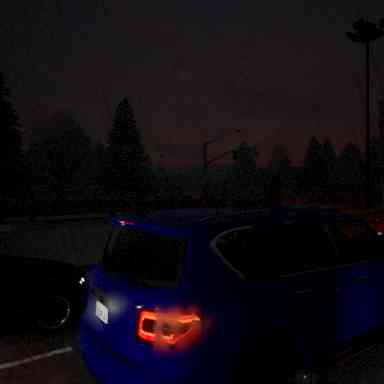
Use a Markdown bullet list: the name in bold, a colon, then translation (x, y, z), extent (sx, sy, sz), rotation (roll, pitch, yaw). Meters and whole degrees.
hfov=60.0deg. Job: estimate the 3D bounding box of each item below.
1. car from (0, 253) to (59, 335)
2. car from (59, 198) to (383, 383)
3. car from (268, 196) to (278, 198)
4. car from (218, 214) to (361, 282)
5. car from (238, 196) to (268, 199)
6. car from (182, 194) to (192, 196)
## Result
- **car**: translation (-3.782, 1.564, 5.339), extent (4.181, 1.385, 1.994), rotation (0, 0, -36)
- **car**: translation (1.342, 1.205, 4.685), extent (5.566, 2.045, 2.150), rotation (-1, 0, -35)
- **car**: translation (10.558, 1.245, 44.808), extent (2.128, 1.511, 4.902), rotation (-1, 0, -36)
- **car**: translation (3.063, 1.513, 10.201), extent (4.181, 1.385, 1.994), rotation (-1, 0, -34)
- **car**: translation (7.189, 1.381, 43.334), extent (1.895, 1.301, 4.718), rotation (-1, 0, -35)
- **car**: translation (-0.833, 1.104, 60.876), extent (2.097, 1.767, 4.553), rotation (-1, 0, -35)
